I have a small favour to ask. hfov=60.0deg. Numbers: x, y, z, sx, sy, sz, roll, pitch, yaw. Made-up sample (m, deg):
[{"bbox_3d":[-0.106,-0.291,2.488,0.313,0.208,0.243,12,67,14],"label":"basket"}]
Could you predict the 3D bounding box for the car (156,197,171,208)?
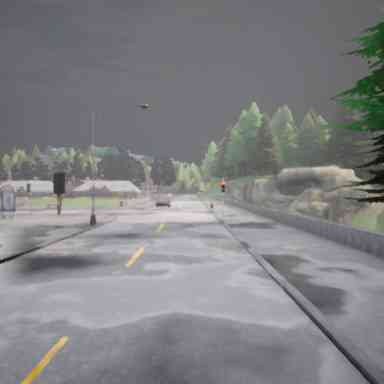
[{"bbox_3d":[-3.994,1.436,46.900,1.882,1.535,5.008,0,0,0],"label":"car"}]
